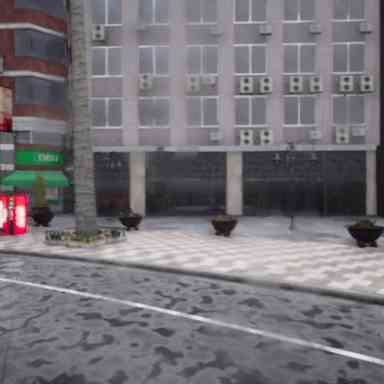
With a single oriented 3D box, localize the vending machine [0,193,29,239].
[{"bbox_3d":[-8.627,1.116,15.969,0.880,2.100,1.100,0,0,18],"label":"vending machine"}]
